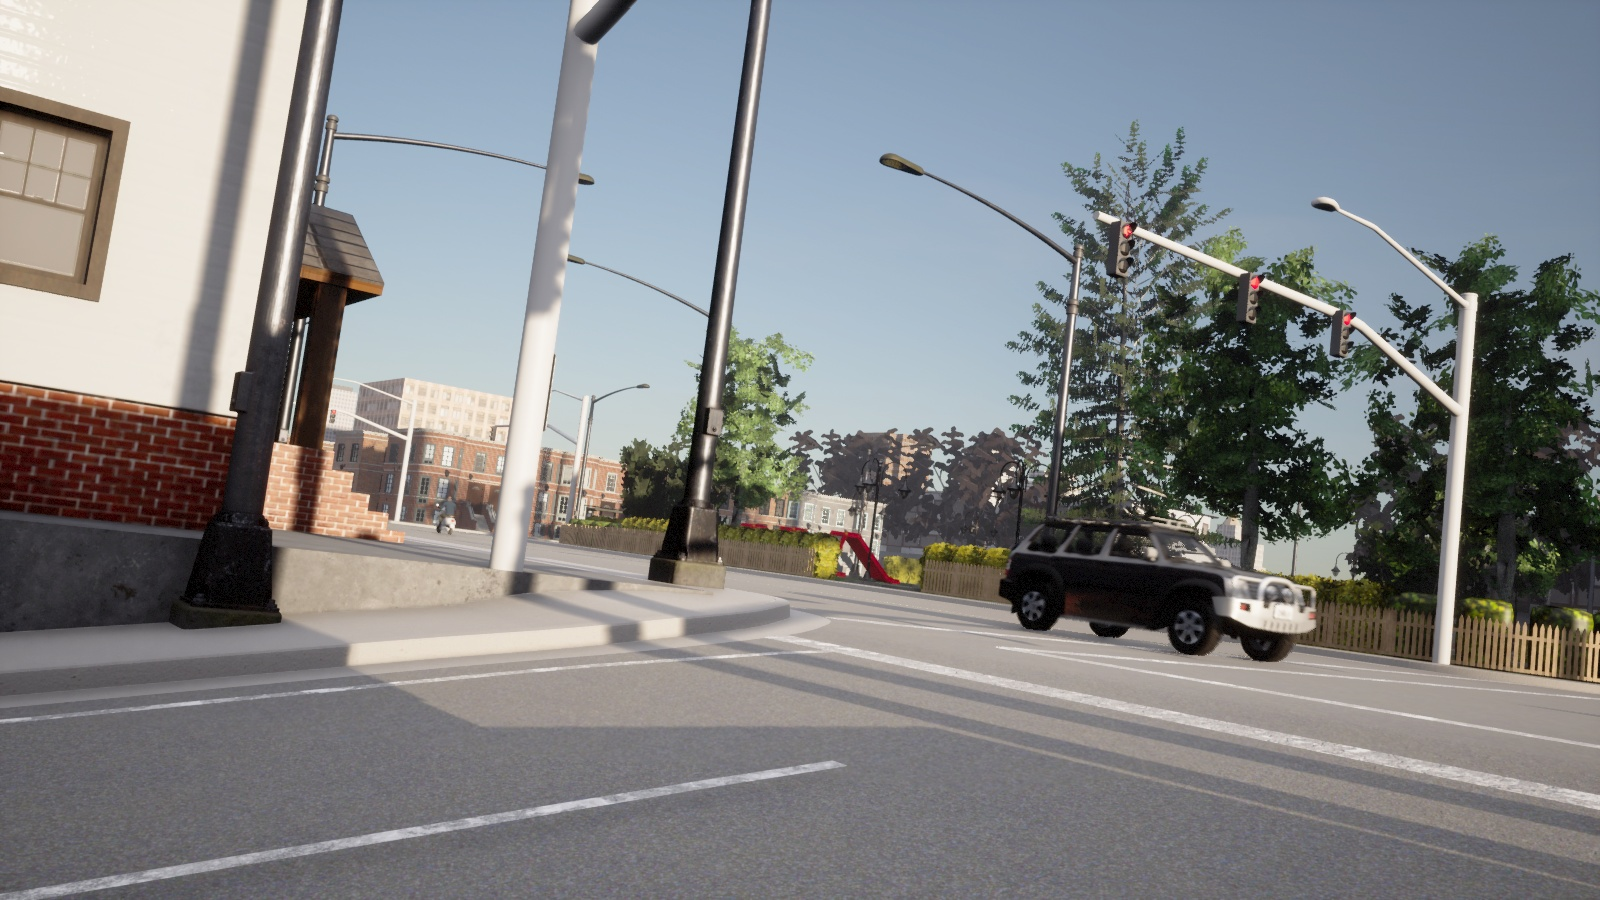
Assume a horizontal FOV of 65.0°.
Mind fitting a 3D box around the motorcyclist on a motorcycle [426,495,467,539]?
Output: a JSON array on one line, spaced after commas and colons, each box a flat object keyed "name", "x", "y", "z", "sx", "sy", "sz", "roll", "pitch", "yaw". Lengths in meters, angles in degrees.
[{"name": "motorcyclist on a motorcycle", "x": -14.741, "y": 2.786, "z": 52.397, "sx": 0.866, "sy": 1.590, "sz": 1.817, "roll": 10, "pitch": -5, "yaw": -35}]

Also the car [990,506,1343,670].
[{"name": "car", "x": 5.193, "y": 1.931, "z": 18.401, "sx": 1.932, "sy": 1.855, "sz": 4.605, "roll": 10, "pitch": -6, "yaw": -35}]
